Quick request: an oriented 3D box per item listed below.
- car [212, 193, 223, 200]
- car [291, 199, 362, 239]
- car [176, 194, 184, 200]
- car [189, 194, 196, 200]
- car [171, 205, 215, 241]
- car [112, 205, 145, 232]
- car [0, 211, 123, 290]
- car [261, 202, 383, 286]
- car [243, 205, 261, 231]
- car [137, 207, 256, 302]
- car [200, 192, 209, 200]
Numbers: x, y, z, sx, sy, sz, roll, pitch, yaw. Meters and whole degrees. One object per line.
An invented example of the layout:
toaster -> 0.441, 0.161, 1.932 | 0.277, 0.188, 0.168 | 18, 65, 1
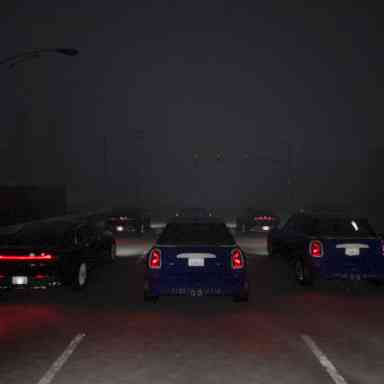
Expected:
car -> 7.132, 1.164, 91.108 | 2.150, 2.045, 5.566 | 0, 0, 0
car -> 7.084, 1.341, 18.116 | 2.097, 1.767, 4.553 | 0, 0, 1
car -> -3.368, 1.417, 91.093 | 1.882, 1.535, 5.008 | 0, 0, 0
car -> 0.133, 1.464, 91.504 | 1.812, 1.442, 4.674 | 0, 0, 0
car -> 0.084, 1.537, 17.967 | 2.033, 1.411, 5.357 | 0, 0, 1
car -> -3.413, 1.494, 18.298 | 1.837, 1.490, 4.892 | 0, 0, 1
car -> -3.401, 1.500, 9.015 | 1.837, 1.490, 4.892 | 0, 0, 0
car -> 3.600, 1.346, 9.563 | 2.097, 1.767, 4.553 | 0, 0, 0
car -> 3.589, 1.494, 18.504 | 1.837, 1.490, 4.892 | 0, 0, 1
car -> 0.095, 1.347, 8.431 | 2.097, 1.767, 4.553 | 0, 0, 0
car -> 3.632, 1.479, 91.083 | 2.033, 1.411, 5.357 | 0, 0, 0
